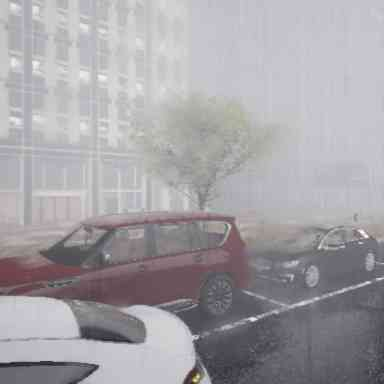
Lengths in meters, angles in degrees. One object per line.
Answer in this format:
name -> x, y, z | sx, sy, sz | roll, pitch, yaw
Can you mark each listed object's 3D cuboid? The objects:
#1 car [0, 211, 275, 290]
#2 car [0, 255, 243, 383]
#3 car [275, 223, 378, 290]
car -> -1.160, 1.312, 5.736 | 5.009, 1.841, 2.192 | 0, 0, -36
car -> -1.990, 1.526, 1.960 | 4.674, 1.442, 1.812 | 0, 0, -36
car -> 3.336, 1.542, 8.946 | 4.403, 1.369, 2.008 | 0, 0, -36
